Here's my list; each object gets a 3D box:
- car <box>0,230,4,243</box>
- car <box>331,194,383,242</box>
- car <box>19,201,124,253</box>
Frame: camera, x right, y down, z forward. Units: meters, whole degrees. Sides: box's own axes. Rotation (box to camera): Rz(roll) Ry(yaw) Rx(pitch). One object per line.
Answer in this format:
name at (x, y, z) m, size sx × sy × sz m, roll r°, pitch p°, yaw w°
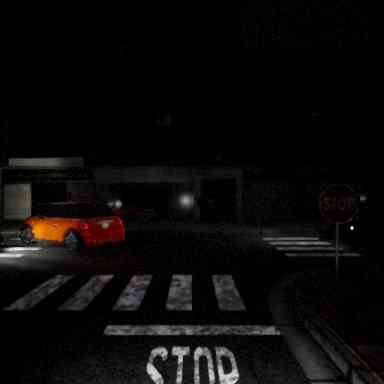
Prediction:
car at (-9.699, 1.445, 11.699) m, size 5.357 × 1.411 × 2.033 m, roll 0°, pitch 1°, yaw 0°
car at (9.153, 1.037, 14.650) m, size 5.566 × 2.045 × 2.150 m, roll 0°, pitch 1°, yaw 0°
car at (-4.847, 1.217, 13.220) m, size 4.553 × 1.767 × 2.097 m, roll 0°, pitch 1°, yaw 36°
